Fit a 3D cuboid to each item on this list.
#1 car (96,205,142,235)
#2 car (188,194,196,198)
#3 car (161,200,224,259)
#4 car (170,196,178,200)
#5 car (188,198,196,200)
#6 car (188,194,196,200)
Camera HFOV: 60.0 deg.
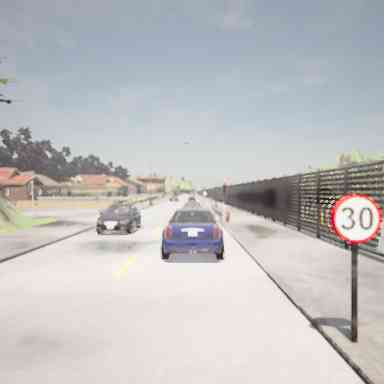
[{"bbox_3d":[-4.052,1.493,19.052,2.128,1.511,4.902,0,0,0],"label":"car"},{"bbox_3d":[-0.034,1.596,82.301,1.895,1.301,4.718,0,0,0],"label":"car"},{"bbox_3d":[0.041,1.353,12.763,2.097,1.767,4.553,0,0,1],"label":"car"},{"bbox_3d":[-4.030,1.532,74.998,1.812,1.442,4.674,0,0,0],"label":"car"},{"bbox_3d":[0.038,1.528,28.544,1.812,1.442,4.674,0,0,1],"label":"car"},{"bbox_3d":[-0.042,1.367,92.276,2.128,1.511,4.902,0,0,0],"label":"car"}]
